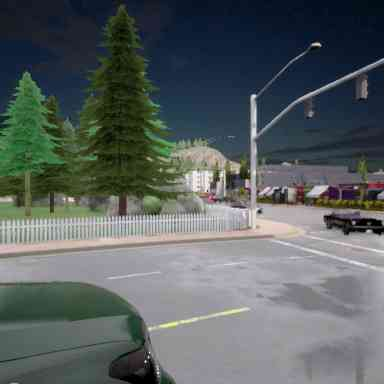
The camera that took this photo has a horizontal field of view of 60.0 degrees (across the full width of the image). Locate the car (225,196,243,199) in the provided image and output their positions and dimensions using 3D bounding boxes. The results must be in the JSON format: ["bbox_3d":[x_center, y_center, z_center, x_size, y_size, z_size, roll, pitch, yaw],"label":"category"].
[{"bbox_3d":[8.667,1.547,62.286,2.128,1.511,4.902,0,0,-16],"label":"car"}]

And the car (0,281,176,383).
[{"bbox_3d":[-2.767,1.221,1.662,5.566,2.045,2.150,0,0,-36],"label":"car"}]

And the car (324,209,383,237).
[{"bbox_3d":[9.034,1.649,18.716,1.895,1.301,4.718,0,0,6],"label":"car"}]

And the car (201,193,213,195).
[{"bbox_3d":[2.899,1.277,69.600,2.150,2.045,5.566,0,0,-17],"label":"car"}]

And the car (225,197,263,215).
[{"bbox_3d":[5.622,1.548,34.574,2.128,1.511,4.902,0,0,-16],"label":"car"}]

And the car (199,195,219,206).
[{"bbox_3d":[1.748,1.562,47.854,1.837,1.490,4.892,0,-1,-16],"label":"car"}]

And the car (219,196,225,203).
[{"bbox_3d":[6.045,1.559,71.150,1.837,1.490,4.892,0,0,-16],"label":"car"}]
